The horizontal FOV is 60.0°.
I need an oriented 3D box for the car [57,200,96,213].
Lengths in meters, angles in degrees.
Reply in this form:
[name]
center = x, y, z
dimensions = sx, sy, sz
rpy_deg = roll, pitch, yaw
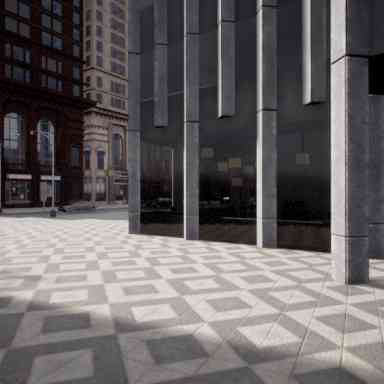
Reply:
[car]
center = -12.976, 1.639, 37.528
dimensions = 1.994, 1.385, 4.181
rpy_deg = 0, 0, 36
